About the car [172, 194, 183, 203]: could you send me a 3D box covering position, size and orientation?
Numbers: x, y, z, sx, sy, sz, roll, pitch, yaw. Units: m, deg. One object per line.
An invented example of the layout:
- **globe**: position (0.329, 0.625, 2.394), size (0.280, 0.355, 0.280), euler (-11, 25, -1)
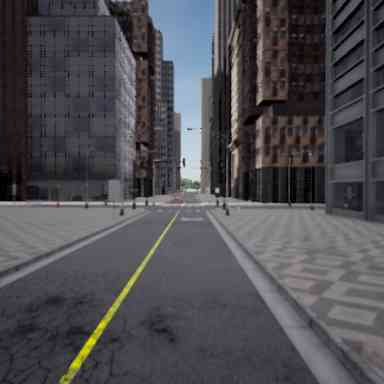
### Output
- **car**: position (-3.015, 1.298, 68.251), size (2.097, 1.767, 4.553), euler (0, 0, 0)
